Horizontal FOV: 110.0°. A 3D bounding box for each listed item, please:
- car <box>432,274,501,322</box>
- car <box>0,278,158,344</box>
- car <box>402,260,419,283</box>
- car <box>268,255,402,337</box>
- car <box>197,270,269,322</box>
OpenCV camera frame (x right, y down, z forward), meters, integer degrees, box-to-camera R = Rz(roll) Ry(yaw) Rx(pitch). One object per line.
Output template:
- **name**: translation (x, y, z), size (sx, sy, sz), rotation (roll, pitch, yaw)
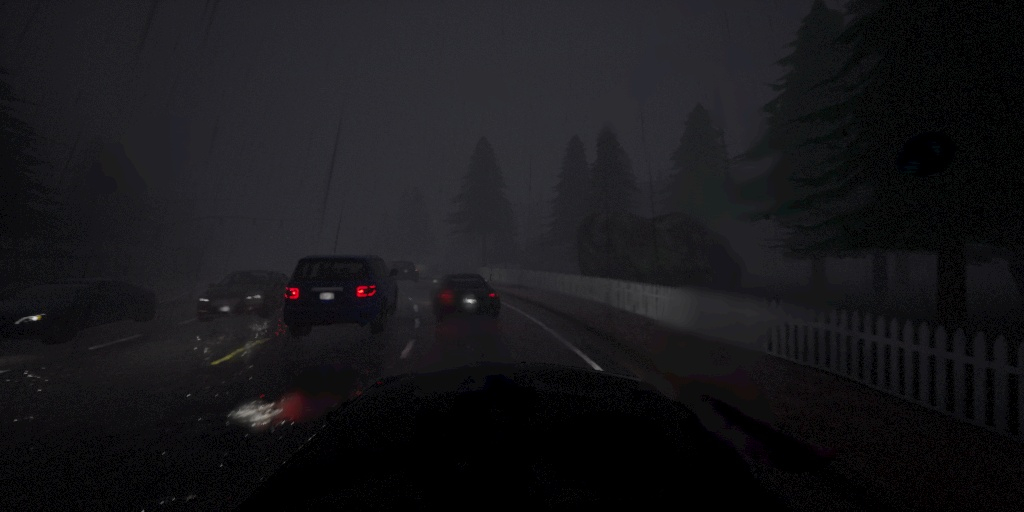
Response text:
- **car**: translation (-1.694, 1.298, 12.437), size (1.994, 1.385, 4.181), rotation (0, 0, -14)
- **car**: translation (-11.877, 1.360, 9.712), size (1.812, 1.442, 4.674), rotation (0, 0, -16)
- **car**: translation (-8.719, 1.106, 27.415), size (2.097, 1.767, 4.553), rotation (-1, 0, -32)
- **car**: translation (-4.725, 0.988, 10.654), size (2.150, 2.045, 5.566), rotation (0, 0, -13)
- **car**: translation (-9.203, 1.292, 12.827), size (2.128, 1.511, 4.902), rotation (0, 0, -19)
